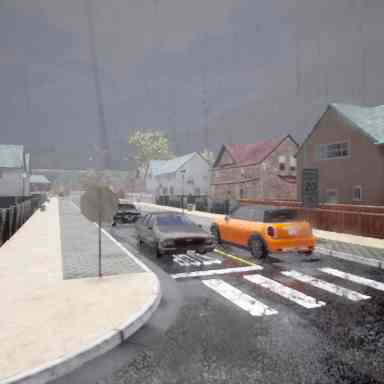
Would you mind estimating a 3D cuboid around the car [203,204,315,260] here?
[{"bbox_3d":[2.427,1.293,12.613,2.097,1.767,4.553,0,0,-22],"label":"car"}]

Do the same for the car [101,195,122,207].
[{"bbox_3d":[-11.323,1.235,46.554,2.033,1.411,5.357,0,0,-22],"label":"car"}]

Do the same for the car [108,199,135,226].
[{"bbox_3d":[-4.613,1.371,22.141,1.837,1.490,4.892,0,0,-22],"label":"car"}]

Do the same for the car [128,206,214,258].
[{"bbox_3d":[-0.941,1.480,12.956,2.033,1.411,5.357,0,0,-20],"label":"car"}]
